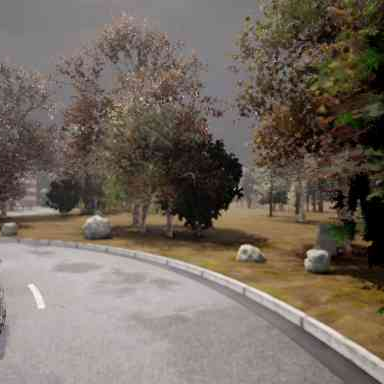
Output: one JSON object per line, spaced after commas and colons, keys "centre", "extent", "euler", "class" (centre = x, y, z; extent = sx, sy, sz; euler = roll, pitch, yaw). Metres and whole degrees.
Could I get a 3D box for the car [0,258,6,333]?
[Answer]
{"centre": [-4.635, 1.662, 6.234], "extent": [1.895, 1.301, 4.718], "euler": [1, -1, -31], "class": "car"}
